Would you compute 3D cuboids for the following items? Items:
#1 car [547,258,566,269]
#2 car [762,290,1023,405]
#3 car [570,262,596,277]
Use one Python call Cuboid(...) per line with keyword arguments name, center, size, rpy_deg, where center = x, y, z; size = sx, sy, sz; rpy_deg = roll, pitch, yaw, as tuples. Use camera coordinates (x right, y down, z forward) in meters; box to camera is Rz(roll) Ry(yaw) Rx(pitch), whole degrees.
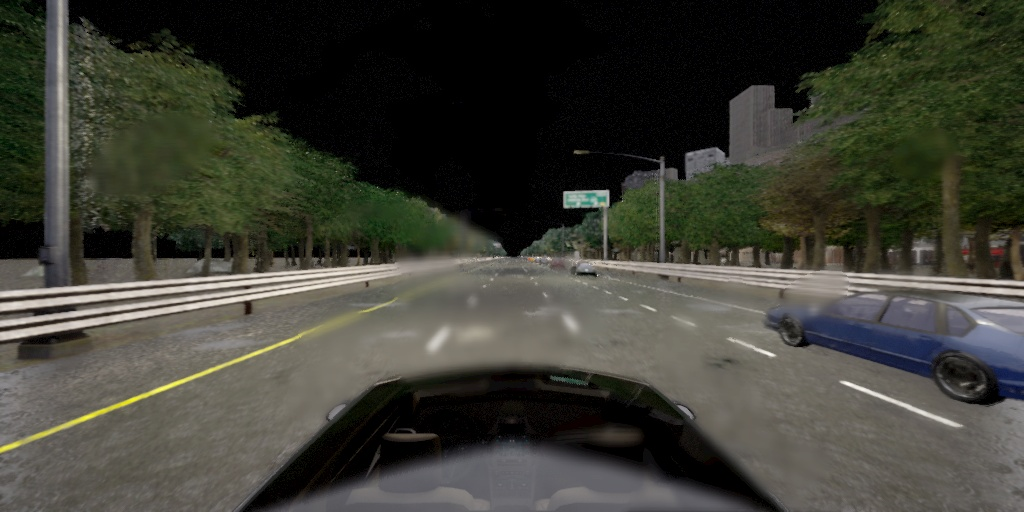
Cuboid(name="car", center=(7.148, 1.076, 56.094), size=(2.097, 1.767, 4.553), rpy_deg=(0, 0, 0))
Cuboid(name="car", center=(7.000, 1.300, 6.210), size=(2.033, 1.411, 5.357), rpy_deg=(0, 0, 0))
Cuboid(name="car", center=(7.095, 1.313, 35.949), size=(1.994, 1.385, 4.181), rpy_deg=(0, 0, 1))
